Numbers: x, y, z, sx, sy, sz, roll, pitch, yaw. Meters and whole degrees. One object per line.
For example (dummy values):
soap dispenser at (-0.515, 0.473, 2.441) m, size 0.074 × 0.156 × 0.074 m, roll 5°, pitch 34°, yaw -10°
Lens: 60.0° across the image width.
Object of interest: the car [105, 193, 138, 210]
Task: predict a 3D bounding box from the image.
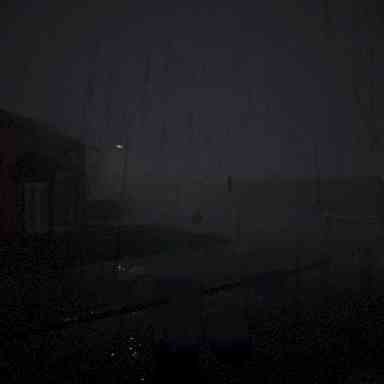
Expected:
car at (-8.451, 1.111, 39.348) m, size 2.150 × 2.045 × 5.566 m, roll -1°, pitch 0°, yaw -35°
